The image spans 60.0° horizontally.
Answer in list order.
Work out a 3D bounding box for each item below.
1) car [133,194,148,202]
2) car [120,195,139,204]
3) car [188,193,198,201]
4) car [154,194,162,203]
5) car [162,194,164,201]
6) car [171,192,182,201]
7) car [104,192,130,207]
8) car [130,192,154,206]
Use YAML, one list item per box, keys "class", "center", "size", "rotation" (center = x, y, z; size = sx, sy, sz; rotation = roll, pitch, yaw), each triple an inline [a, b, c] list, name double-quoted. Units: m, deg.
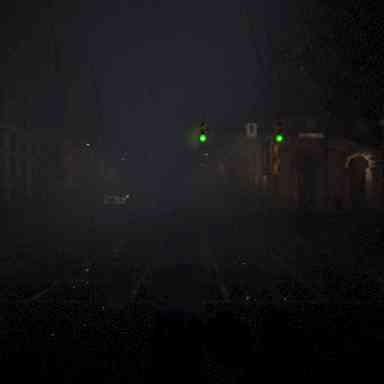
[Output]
- class: "car"
  center: [-10.347, 1.167, 66.870]
  size: [2.033, 1.411, 5.357]
  rotation: [0, 0, 1]
- class: "car"
  center: [-10.494, 1.227, 56.427]
  size: [2.033, 1.411, 5.357]
  rotation: [0, 0, 1]
- class: "car"
  center: [0.186, 1.053, 70.001]
  size: [2.128, 1.511, 4.902]
  rotation: [0, 0, 1]
- class: "car"
  center: [-6.971, 1.164, 57.757]
  size: [2.128, 1.511, 4.902]
  rotation: [0, 0, 1]
- class: "car"
  center: [-6.833, 1.091, 68.167]
  size: [1.882, 1.535, 5.008]
  rotation: [0, 0, 1]
- class: "car"
  center: [-3.314, 0.882, 70.006]
  size: [2.097, 1.767, 4.553]
  rotation: [0, 0, 1]
- class: "car"
  center: [-10.585, 0.959, 46.191]
  size: [2.150, 2.045, 5.566]
  rotation: [0, 0, 0]
- class: "car"
  center: [-7.088, 0.951, 47.629]
  size: [2.150, 2.045, 5.566]
  rotation: [0, 0, -2]
